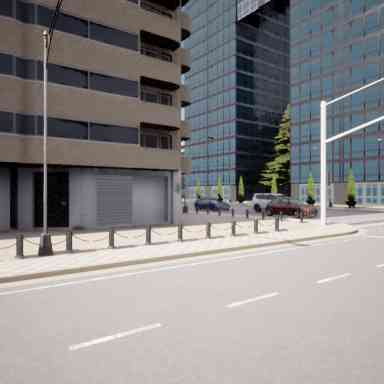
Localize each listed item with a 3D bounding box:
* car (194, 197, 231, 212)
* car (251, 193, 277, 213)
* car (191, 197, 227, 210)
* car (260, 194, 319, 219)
[{"bbox_3d":[2.360,1.470,37.422,1.812,1.442,4.674,0,0,-35],"label":"car"},{"bbox_3d":[8.635,1.166,34.637,2.150,2.045,5.566,0,0,-36],"label":"car"},{"bbox_3d":[2.200,1.437,43.731,2.128,1.511,4.902,0,0,-35],"label":"car"},{"bbox_3d":[8.557,1.297,28.717,2.097,1.767,4.553,0,0,-35],"label":"car"}]
